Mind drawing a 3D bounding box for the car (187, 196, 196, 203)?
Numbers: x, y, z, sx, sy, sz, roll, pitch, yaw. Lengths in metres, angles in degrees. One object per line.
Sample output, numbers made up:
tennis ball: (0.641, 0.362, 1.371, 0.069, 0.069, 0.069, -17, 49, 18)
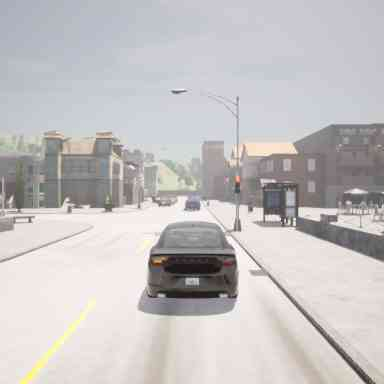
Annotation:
car: (-0.086, 1.505, 69.382, 1.837, 1.490, 4.892, 0, 0, 0)

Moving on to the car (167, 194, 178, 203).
car: (-4.190, 1.355, 71.142, 2.097, 1.767, 4.553, 0, 0, 0)

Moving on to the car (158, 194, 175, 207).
car: (-4.232, 1.491, 51.979, 2.128, 1.511, 4.902, 0, 0, 0)

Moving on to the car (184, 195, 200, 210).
car: (0.038, 1.477, 42.477, 1.882, 1.535, 5.008, 0, 0, 0)

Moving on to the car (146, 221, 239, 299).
car: (0.028, 1.478, 8.534, 1.882, 1.535, 5.008, 0, 0, 0)

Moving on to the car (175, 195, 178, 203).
car: (-4.229, 1.352, 61.079, 2.097, 1.767, 4.553, 0, 0, 0)
